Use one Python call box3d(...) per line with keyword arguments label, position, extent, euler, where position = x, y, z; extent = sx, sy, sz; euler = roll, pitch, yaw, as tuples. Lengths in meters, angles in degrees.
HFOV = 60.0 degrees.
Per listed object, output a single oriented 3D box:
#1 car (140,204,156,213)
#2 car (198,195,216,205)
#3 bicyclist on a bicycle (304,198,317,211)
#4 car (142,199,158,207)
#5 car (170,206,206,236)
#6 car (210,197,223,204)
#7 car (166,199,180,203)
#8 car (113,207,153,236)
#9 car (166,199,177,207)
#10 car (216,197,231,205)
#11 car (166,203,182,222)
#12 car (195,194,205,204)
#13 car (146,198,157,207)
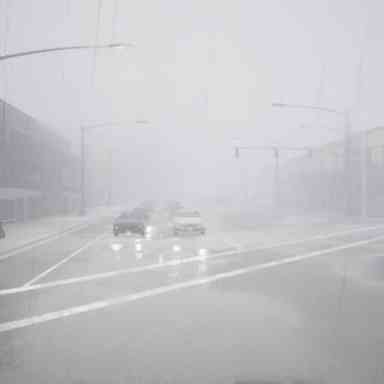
box3d(label="car", position=(-4.662, 2.085, 30.967), extent=(1.895, 1.301, 4.718), euler=(-1, 0, -5))
box3d(label="car", position=(2.928, 1.859, 64.975), extent=(1.812, 1.442, 4.674), euler=(-1, -1, -5))
box3d(label="bicyclist on a bicycle", position=(14.517, 1.569, 40.868), extent=(1.656, 1.620, 0.582), euler=(-1, 0, -5))
box3d(label="car", position=(-5.837, 1.931, 44.108), extent=(1.882, 1.535, 5.008), euler=(-1, 1, -5))
box3d(label="car", position=(-0.276, 1.863, 21.291), extent=(1.812, 1.442, 4.674), euler=(-1, -1, -5))
box3d(label="car", position=(5.518, 1.873, 75.264), extent=(2.128, 1.511, 4.902), euler=(-1, -2, -5))
box3d(label="car", position=(-2.479, 1.879, 45.873), extent=(1.882, 1.535, 5.008), euler=(-1, 1, -5))
box3d(label="car", position=(-3.810, 1.931, 21.349), extent=(2.033, 1.411, 5.357), euler=(-1, -1, -5))
box3d(label="car", position=(-3.765, 1.930, 60.634), extent=(1.994, 1.385, 4.181), euler=(-1, 0, -5))
box3d(label="car", position=(6.414, 1.858, 65.286), extent=(1.994, 1.385, 4.181), euler=(-1, -1, -5))
box3d(label="car", position=(-1.148, 2.008, 30.941), extent=(1.994, 1.385, 4.181), euler=(-1, 0, -6))
box3d(label="car", position=(2.025, 1.613, 74.991), extent=(2.150, 2.045, 5.566), euler=(-1, -2, -5))
box3d(label="car", position=(-7.203, 1.927, 59.813), extent=(1.812, 1.442, 4.674), euler=(-1, 0, -5))
